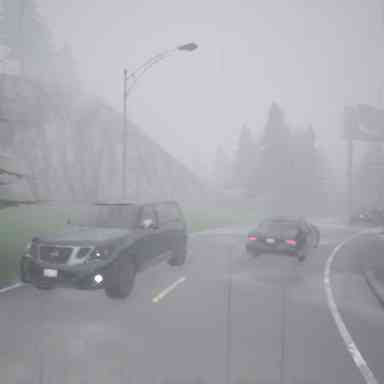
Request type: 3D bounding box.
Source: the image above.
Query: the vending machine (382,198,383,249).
[{"bbox_3d":[8.523,1.293,13.786,1.100,2.100,0.880,1,0,32],"label":"vending machine"}]

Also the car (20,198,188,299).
[{"bbox_3d":[-1.826,1.206,8.979,2.150,2.045,5.566,0,0,19],"label":"car"}]

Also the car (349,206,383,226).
[{"bbox_3d":[13.630,1.722,25.267,4.181,1.385,1.994,1,0,-43],"label":"car"}]

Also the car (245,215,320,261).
[{"bbox_3d":[3.618,1.592,12.664,2.033,1.411,5.357,1,0,27],"label":"car"}]
